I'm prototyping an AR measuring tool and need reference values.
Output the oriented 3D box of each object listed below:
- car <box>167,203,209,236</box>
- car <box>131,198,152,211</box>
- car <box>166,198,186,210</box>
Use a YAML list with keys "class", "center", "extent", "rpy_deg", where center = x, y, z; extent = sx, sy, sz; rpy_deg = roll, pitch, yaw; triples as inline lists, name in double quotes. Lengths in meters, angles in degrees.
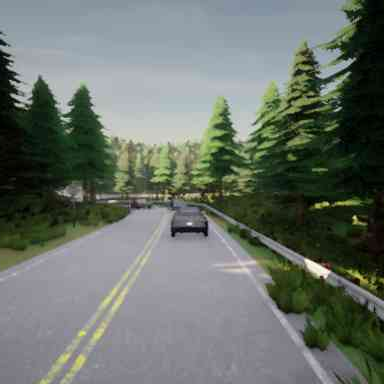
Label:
- class: "car"
  center: [-0.178, 1.534, 18.390]
  extent: [1.994, 1.385, 4.181]
  rpy_deg: [0, 0, -2]
- class: "car"
  center: [-6.525, 1.553, 42.522]
  extent: [1.812, 1.442, 4.674]
  rpy_deg: [-2, 0, -23]
- class: "car"
  center: [-1.885, 1.470, 39.391]
  extent: [2.033, 1.411, 5.357]
  rpy_deg: [-1, 0, -13]
